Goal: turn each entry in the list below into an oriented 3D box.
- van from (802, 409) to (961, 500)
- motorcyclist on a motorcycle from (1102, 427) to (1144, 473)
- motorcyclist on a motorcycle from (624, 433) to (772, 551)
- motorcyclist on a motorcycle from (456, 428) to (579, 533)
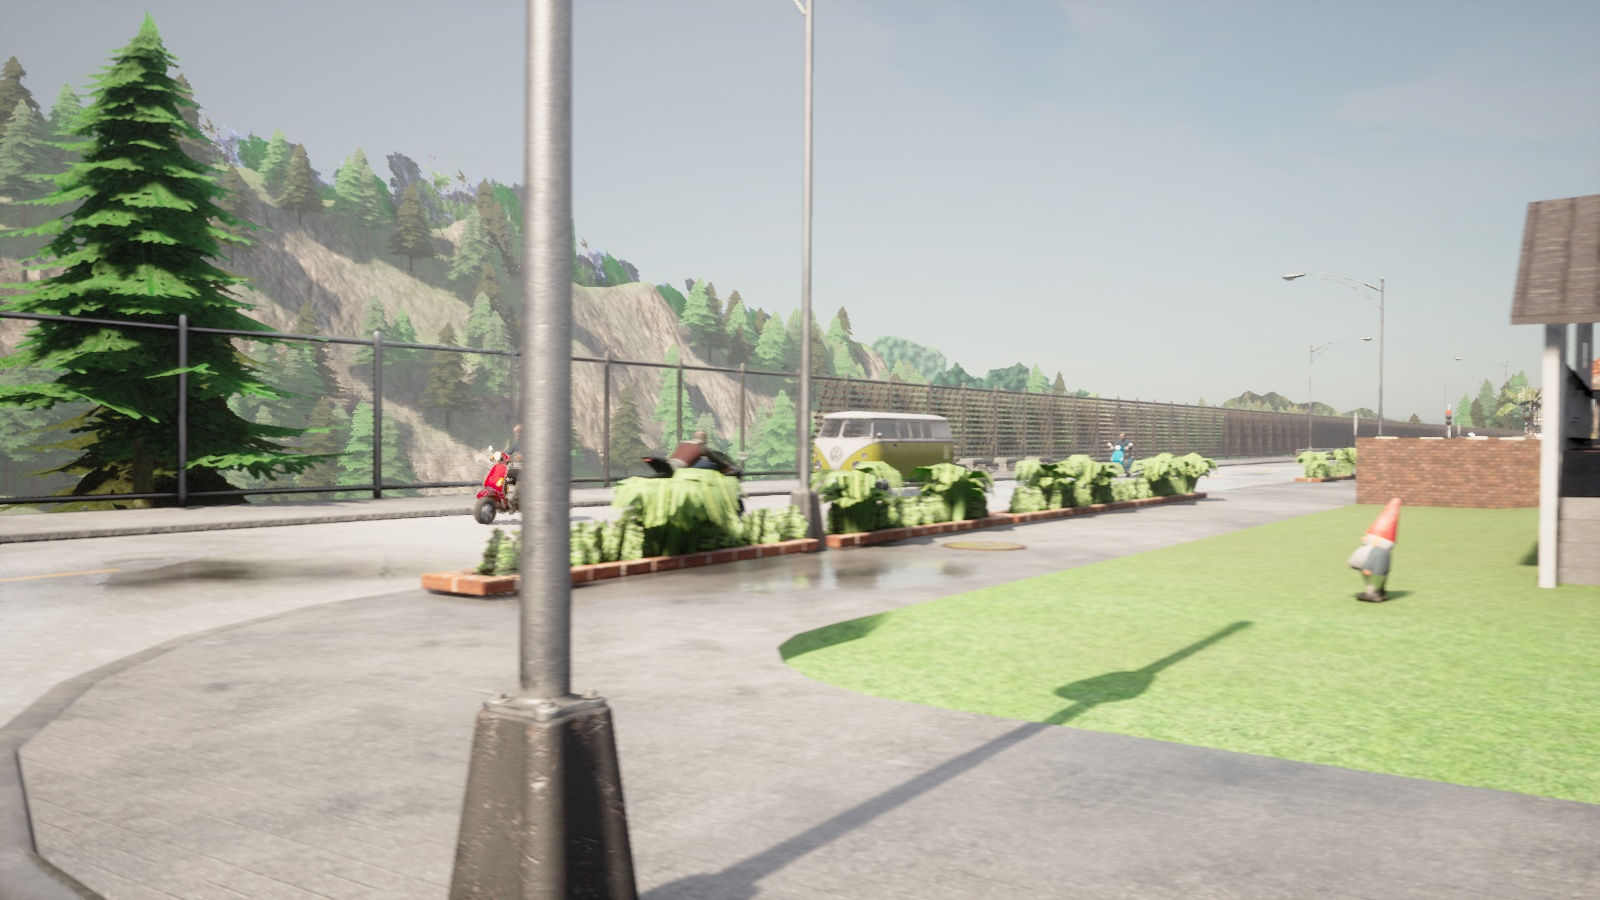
[{"bbox_3d":[2.025,0.058,29.882,1.775,1.987,4.442,0,1,34],"label":"van"},{"bbox_3d":[11.268,-0.015,43.817,0.866,1.590,1.817,0,1,34],"label":"motorcyclist on a motorcycle"},{"bbox_3d":[-1.383,0.539,17.570,0.866,1.530,2.191,0,1,34],"label":"motorcyclist on a motorcycle"},{"bbox_3d":[-4.487,0.452,20.065,0.866,1.590,1.817,0,1,34],"label":"motorcyclist on a motorcycle"}]
